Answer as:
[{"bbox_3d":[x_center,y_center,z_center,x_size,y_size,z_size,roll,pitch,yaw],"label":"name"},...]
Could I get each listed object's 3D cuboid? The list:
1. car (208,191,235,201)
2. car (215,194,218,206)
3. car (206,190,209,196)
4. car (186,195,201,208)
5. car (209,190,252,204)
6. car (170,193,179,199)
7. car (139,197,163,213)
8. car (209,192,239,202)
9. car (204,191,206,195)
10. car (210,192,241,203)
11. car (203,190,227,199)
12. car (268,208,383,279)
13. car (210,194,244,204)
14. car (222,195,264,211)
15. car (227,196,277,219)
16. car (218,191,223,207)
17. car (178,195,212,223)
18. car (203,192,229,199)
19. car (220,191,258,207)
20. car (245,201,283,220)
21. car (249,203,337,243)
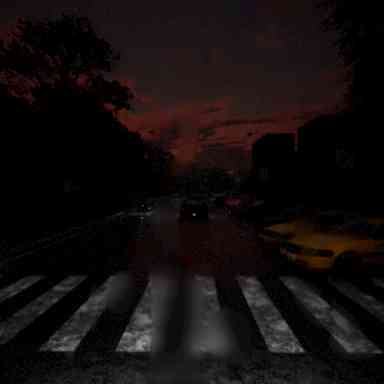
[{"bbox_3d":[5.619,0.807,63.763,4.553,1.767,2.185,1,1,-20],"label":"car"},{"bbox_3d":[5.414,1.177,36.739,4.674,1.452,2.002,1,0,-20],"label":"car"},{"bbox_3d":[5.472,0.786,48.730,5.566,2.045,2.435,1,1,-20],"label":"car"},{"bbox_3d":[0.219,1.109,42.197,1.837,1.490,4.892,0,1,0],"label":"car"},{"bbox_3d":[5.426,0.859,39.714,5.566,2.045,2.435,1,1,-20],"label":"car"},{"bbox_3d":[-3.798,0.862,74.992,1.812,1.442,4.674,0,0,0],"label":"car"},{"bbox_3d":[-3.902,1.213,32.749,1.812,1.442,4.674,0,1,0],"label":"car"},{"bbox_3d":[5.520,0.846,57.746,4.553,1.767,2.185,1,0,-20],"label":"car"},{"bbox_3d":[5.592,0.912,66.767,5.008,1.535,2.097,1,0,-20],"label":"car"},{"bbox_3d":[5.502,0.867,54.745,4.553,1.767,2.185,1,0,-20],"label":"car"},{"bbox_3d":[5.667,0.565,81.802,5.566,2.045,2.435,1,0,-20],"label":"car"},{"bbox_3d":[5.139,1.397,9.664,5.366,1.575,1.946,1,1,-20],"label":"car"},{"bbox_3d":[5.489,1.044,51.732,4.792,1.488,2.163,1,1,-20],"label":"car"},{"bbox_3d":[5.339,1.249,27.721,4.792,1.488,2.163,1,1,-20],"label":"car"},{"bbox_3d":[5.355,1.290,24.730,4.674,1.452,2.002,1,1,-20],"label":"car"},{"bbox_3d":[5.432,1.038,33.741,4.553,1.767,2.185,1,1,-20],"label":"car"},{"bbox_3d":[0.144,1.253,23.578,1.882,1.535,5.008,0,1,0],"label":"car"},{"bbox_3d":[5.456,0.850,75.711,5.366,1.575,1.946,1,1,-20],"label":"car"},{"bbox_3d":[5.415,1.066,30.739,4.553,1.767,2.185,1,1,-20],"label":"car"},{"bbox_3d":[5.331,1.342,15.729,4.892,1.521,2.231,1,1,-20],"label":"car"},{"bbox_3d":[5.143,1.367,12.665,5.366,1.575,1.946,1,1,-20],"label":"car"}]
